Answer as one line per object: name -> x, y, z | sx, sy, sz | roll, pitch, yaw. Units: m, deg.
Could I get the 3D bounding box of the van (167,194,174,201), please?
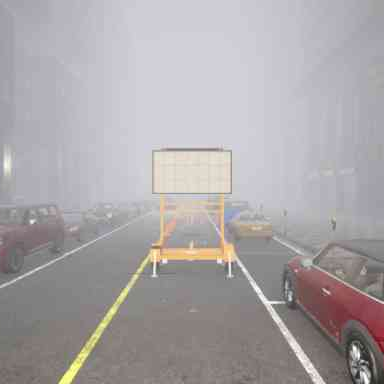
van -> -5.703, 1.380, 89.159 | 1.690, 1.788, 3.998 | 0, 0, 0

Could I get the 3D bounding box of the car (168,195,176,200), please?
car -> -5.699, 1.588, 94.761 | 1.887, 1.381, 4.507 | 0, 0, 0

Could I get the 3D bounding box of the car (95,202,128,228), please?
car -> -5.750, 1.440, 21.933 | 1.967, 1.590, 4.097 | 0, 0, 0

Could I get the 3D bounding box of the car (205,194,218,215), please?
car -> 2.782, 1.319, 33.144 | 2.192, 1.841, 5.009 | 0, 0, 0

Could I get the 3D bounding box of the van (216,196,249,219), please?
van -> 2.775, 1.342, 21.941 | 1.690, 1.788, 3.998 | 0, 0, 0

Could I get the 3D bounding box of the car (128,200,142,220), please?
car -> -5.746, 1.552, 27.536 | 2.008, 1.369, 4.403 | 0, 0, 0

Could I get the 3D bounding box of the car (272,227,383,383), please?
car -> 2.763, 1.440, 5.135 | 1.967, 1.590, 4.097 | 0, 0, 0

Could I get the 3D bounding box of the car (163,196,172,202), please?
car -> -5.711, 1.576, 77.954 | 1.887, 1.381, 4.507 | 0, 0, 0

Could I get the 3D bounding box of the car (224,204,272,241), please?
car -> 2.771, 1.525, 16.510 | 1.752, 1.417, 4.829 | 0, 0, 0

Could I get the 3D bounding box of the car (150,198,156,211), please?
car -> -5.738, 1.572, 38.739 | 1.947, 1.339, 4.313 | 0, 0, 0

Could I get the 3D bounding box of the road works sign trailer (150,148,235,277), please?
road works sign trailer -> 0.007, 0.464, 10.181 | 2.380, 3.560, 2.880 | 0, 0, 0

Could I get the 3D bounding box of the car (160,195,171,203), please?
car -> -5.715, 1.467, 72.352 | 1.967, 1.590, 4.097 | 0, 0, 0

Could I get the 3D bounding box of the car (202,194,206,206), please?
car -> 2.790, 1.324, 44.348 | 2.192, 1.841, 5.009 | 0, 0, 0

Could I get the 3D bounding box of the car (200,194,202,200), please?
car -> 2.798, 1.456, 55.551 | 1.967, 1.590, 4.097 | 0, 0, 0

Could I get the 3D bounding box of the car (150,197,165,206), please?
car -> -5.727, 1.561, 55.546 | 1.887, 1.381, 4.507 | 0, 0, 0

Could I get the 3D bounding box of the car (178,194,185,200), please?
car -> -2.937, 1.517, 89.367 | 1.882, 1.535, 5.008 | 0, 0, 0

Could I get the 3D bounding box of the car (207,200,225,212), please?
car -> 2.787, 1.588, 38.746 | 1.802, 1.307, 4.206 | 0, 0, 0

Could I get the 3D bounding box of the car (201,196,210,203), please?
car -> 2.811, 1.610, 72.356 | 1.802, 1.307, 4.206 | 0, 0, 0

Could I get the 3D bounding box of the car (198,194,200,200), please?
car -> 2.806, 1.464, 66.754 | 1.967, 1.590, 4.097 | 0, 0, 0

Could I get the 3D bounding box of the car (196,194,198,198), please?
car -> 2.822, 1.584, 89.161 | 1.887, 1.381, 4.507 | 0, 0, 0

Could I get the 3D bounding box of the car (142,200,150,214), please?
car -> -5.742, 1.569, 33.137 | 1.947, 1.339, 4.313 | 0, 0, 0

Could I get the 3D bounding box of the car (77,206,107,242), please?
car -> -5.754, 1.582, 16.331 | 1.802, 1.307, 4.206 | 0, 0, 0

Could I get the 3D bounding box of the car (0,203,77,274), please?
car -> -5.758, 1.314, 10.729 | 2.192, 1.841, 5.009 | 0, 0, 0

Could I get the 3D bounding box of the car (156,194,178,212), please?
car -> -3.072, 1.358, 39.454 | 2.097, 1.767, 4.553 | 0, 0, 0
